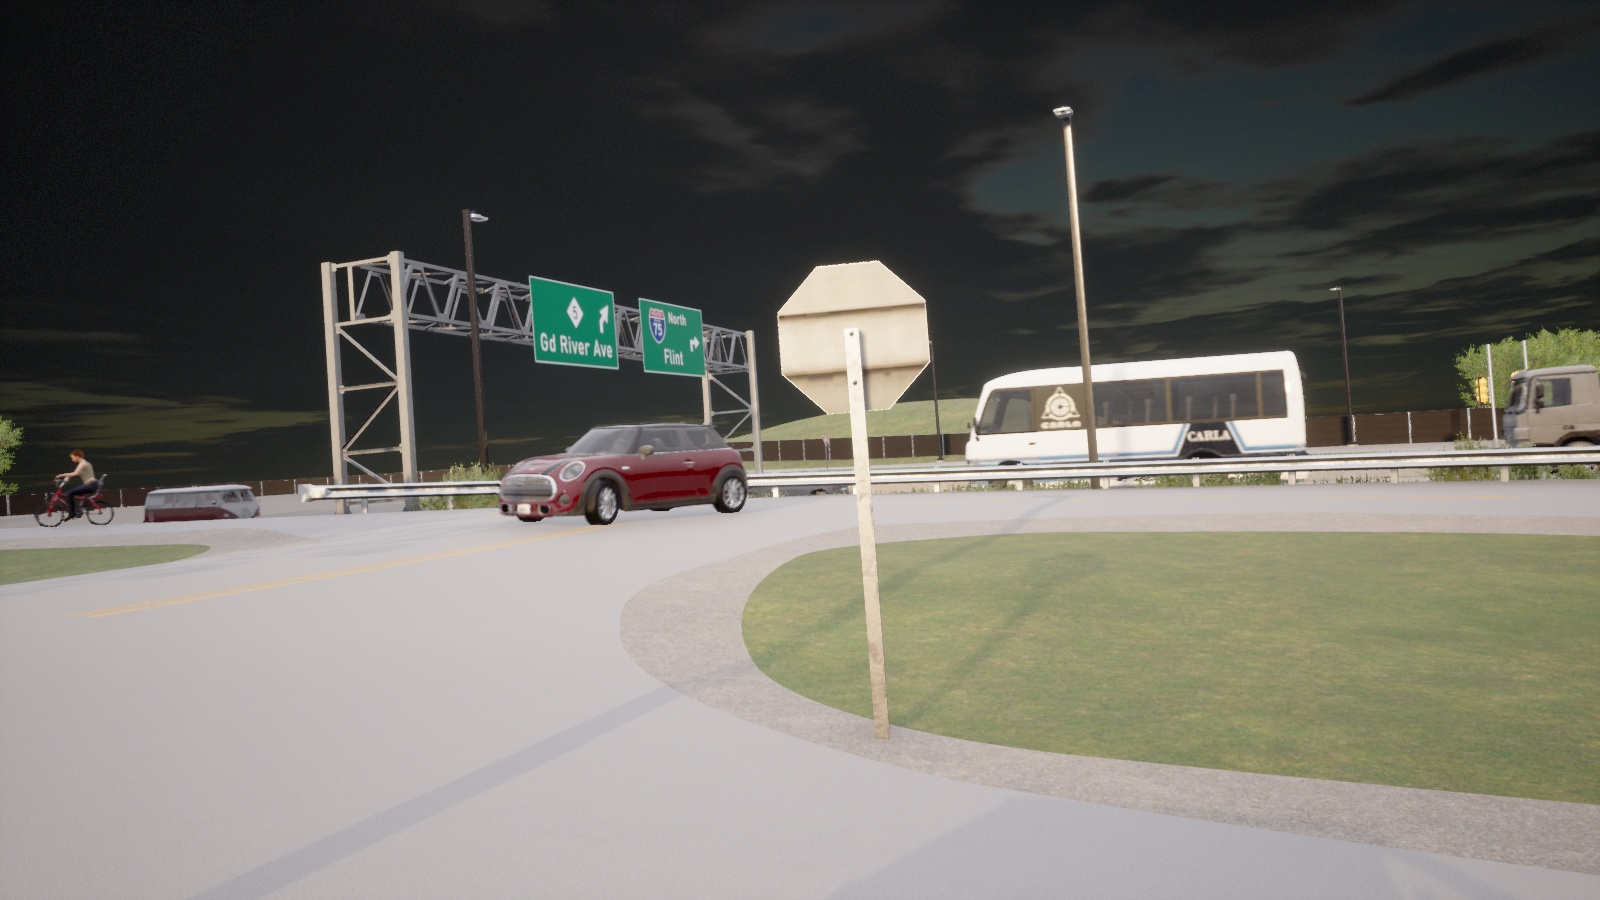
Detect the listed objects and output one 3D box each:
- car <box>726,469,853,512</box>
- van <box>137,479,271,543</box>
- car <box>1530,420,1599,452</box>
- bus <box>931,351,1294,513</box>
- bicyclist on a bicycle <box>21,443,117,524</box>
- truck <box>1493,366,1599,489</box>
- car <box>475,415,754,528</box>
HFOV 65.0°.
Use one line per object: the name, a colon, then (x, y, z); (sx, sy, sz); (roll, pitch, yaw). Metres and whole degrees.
car: (-0.370, 1.486, 46.381); (4.181, 1.385, 1.994); (-3, 0, 21)
van: (-20.417, 2.081, 42.954); (4.442, 1.987, 1.775); (-3, 0, 28)
car: (37.184, -0.699, 59.366); (1.994, 1.385, 4.181); (-3, 1, -43)
bus: (9.635, -0.439, 38.820); (10.273, 4.253, 3.944); (-3, 0, 21)
bicyclist on a bicycle: (-15.176, 0.691, 26.117); (1.509, 1.612, 0.866); (-2, -1, -13)
truck: (25.069, -0.773, 36.712); (7.936, 3.462, 2.891); (-3, 0, 21)
car: (-3.117, 0.299, 21.918); (2.097, 1.767, 4.553); (0, 1, 40)
